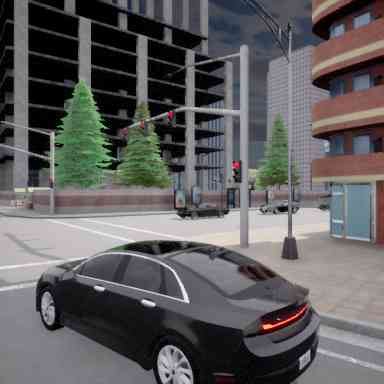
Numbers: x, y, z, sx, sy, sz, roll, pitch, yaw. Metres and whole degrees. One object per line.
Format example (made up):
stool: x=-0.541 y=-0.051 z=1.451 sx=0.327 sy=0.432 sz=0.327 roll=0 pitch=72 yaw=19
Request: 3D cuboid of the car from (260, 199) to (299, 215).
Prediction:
car: x=9.251 y=1.547 z=35.053 sx=4.902 sy=1.511 sz=2.128 roll=0 pitch=0 yaw=-35

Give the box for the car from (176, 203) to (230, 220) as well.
car: x=0.964 y=1.656 z=29.152 sx=4.718 sy=1.301 sz=1.895 roll=0 pitch=0 yaw=-35

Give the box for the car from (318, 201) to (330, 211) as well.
car: x=17.617 y=1.407 z=40.975 sx=4.553 sy=1.767 sz=2.097 roll=0 pitch=0 yaw=-34

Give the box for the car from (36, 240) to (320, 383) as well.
car: x=-0.634 y=1.505 z=5.094 sx=4.892 sy=1.490 sz=1.837 roll=0 pitch=0 yaw=41
